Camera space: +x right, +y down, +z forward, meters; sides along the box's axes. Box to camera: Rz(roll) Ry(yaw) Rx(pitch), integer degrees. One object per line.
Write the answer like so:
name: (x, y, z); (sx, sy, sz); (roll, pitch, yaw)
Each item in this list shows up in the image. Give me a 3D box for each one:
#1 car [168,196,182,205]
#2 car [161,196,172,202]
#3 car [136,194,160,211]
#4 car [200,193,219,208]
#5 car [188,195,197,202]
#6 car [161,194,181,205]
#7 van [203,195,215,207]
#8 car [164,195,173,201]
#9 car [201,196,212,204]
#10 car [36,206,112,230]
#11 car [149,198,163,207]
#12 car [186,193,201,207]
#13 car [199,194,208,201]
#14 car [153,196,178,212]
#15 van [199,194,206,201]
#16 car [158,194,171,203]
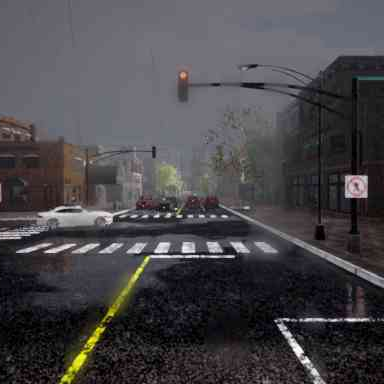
car: (-2.986, 1.477, 58.791); (2.128, 1.511, 4.902); (0, 0, 0)
car: (-5.672, 1.546, 74.673); (1.947, 1.339, 4.313); (-1, 0, 0)
car: (-5.683, 1.305, 41.409); (2.192, 1.841, 5.009); (-1, 0, 0)
car: (2.699, 1.303, 46.951); (2.192, 1.841, 5.009); (-1, 0, 0)
car: (0.022, 1.518, 79.312); (2.033, 1.411, 5.357); (0, 0, 0)
car: (-3.055, 1.466, 48.661); (1.882, 1.535, 5.008); (0, 0, 0)
van: (2.701, 1.328, 52.495); (1.690, 1.788, 3.998); (-1, 0, 0)
car: (-5.670, 1.523, 80.217); (1.887, 1.381, 4.507); (-1, 0, 0)
car: (2.706, 1.534, 63.583); (2.008, 1.369, 4.403); (-1, 0, 0)
car: (-7.629, 1.611, 21.740); (4.674, 1.442, 1.812); (-1, 1, -17)
car: (-5.678, 1.569, 52.497); (1.802, 1.307, 4.206); (-1, 0, 0)
car: (0.112, 1.339, 51.278); (2.097, 1.767, 4.553); (0, 0, 0)
car: (2.709, 1.418, 80.215); (1.967, 1.590, 4.097); (-1, 0, 0)
car: (-3.084, 1.555, 38.861); (1.994, 1.385, 4.181); (0, 0, 0)
van: (2.710, 1.317, 85.759); (1.690, 1.788, 3.998); (-1, 0, 0)
car: (-5.675, 1.297, 69.129); (2.192, 1.841, 5.009); (-1, 0, 0)
